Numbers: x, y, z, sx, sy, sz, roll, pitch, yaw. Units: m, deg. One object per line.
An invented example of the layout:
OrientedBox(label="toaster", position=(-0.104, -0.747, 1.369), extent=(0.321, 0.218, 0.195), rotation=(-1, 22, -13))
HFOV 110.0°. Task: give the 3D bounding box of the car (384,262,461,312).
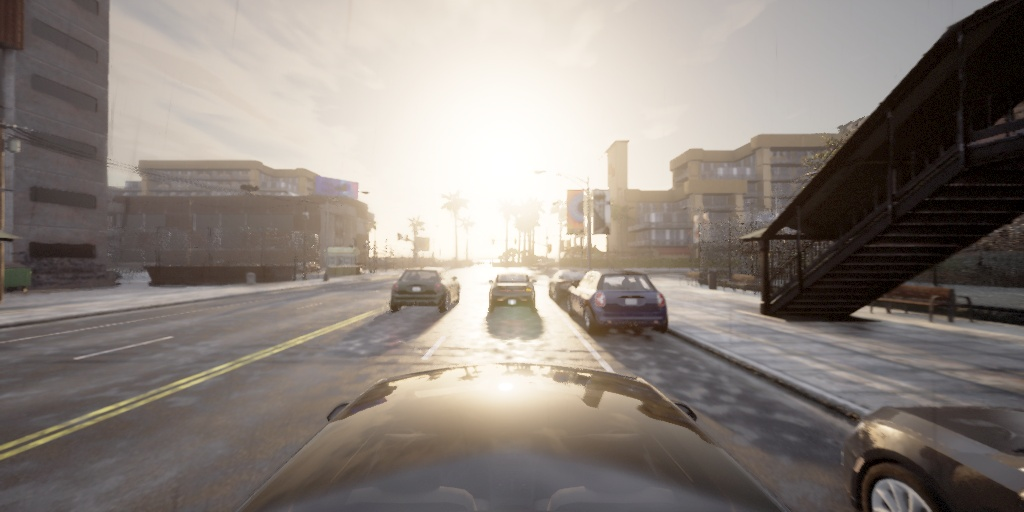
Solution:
OrientedBox(label="car", position=(-3.472, 1.258, 15.233), extent=(2.097, 1.767, 4.553), rotation=(0, -1, 1))

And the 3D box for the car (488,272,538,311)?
OrientedBox(label="car", position=(0.027, 1.415, 15.308), extent=(1.837, 1.490, 4.892), rotation=(0, 0, 1))

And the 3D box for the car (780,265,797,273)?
OrientedBox(label="car", position=(38.591, 1.934, 52.058), extent=(4.718, 1.301, 1.895), rotation=(0, -1, 0))

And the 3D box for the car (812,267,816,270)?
OrientedBox(label="car", position=(43.185, 1.785, 48.562), extent=(4.902, 1.511, 2.128), rotation=(0, -1, 0))
